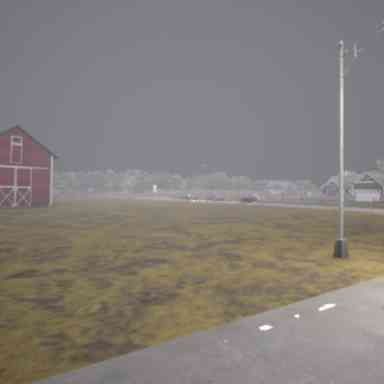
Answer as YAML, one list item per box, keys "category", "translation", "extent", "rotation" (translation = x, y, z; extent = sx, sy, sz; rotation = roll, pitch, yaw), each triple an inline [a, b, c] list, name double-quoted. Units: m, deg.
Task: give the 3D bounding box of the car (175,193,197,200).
- category: "car"
  translation: [-1.332, 0.890, 73.152]
  extent: [2.033, 1.411, 5.357]
  rotation: [2, -1, -35]

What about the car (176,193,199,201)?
- category: "car"
  translation: [-0.810, 1.056, 66.367]
  extent: [2.033, 1.411, 5.357]
  rotation: [2, -1, -35]

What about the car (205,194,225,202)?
- category: "car"
  translation: [4.458, 1.145, 64.996]
  extent: [1.994, 1.385, 4.181]
  rotation: [2, -1, -35]

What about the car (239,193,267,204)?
- category: "car"
  translation: [9.489, 0.944, 51.744]
  extent: [2.097, 1.767, 4.553]
  rotation: [2, 0, -35]
